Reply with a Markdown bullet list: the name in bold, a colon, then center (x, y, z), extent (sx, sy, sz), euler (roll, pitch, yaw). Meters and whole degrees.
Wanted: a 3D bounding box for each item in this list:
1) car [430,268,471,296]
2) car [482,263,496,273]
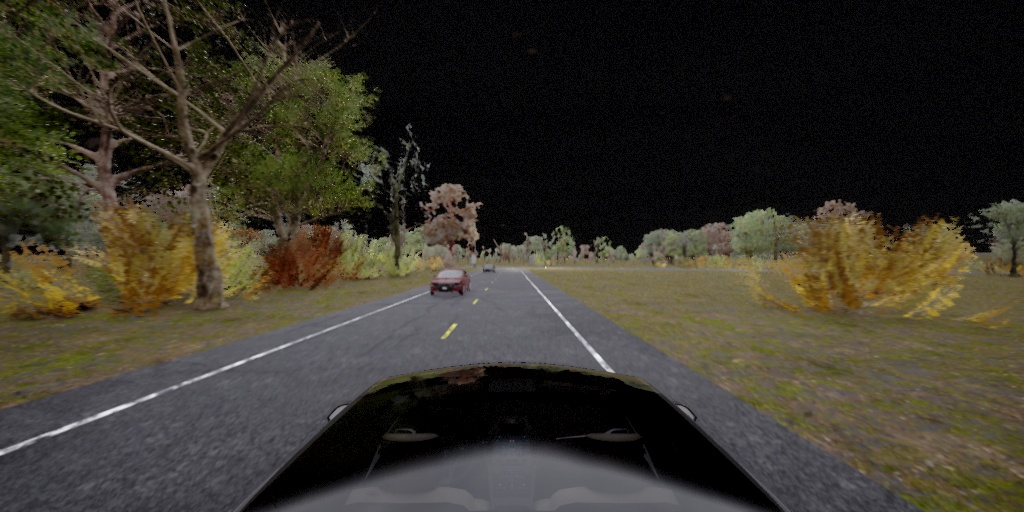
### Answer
- **car**: center (-3.605, 1.480, 21.681), extent (1.882, 1.535, 5.008), euler (0, -1, 0)
- **car**: center (-3.578, 1.927, 56.173), extent (1.837, 1.490, 4.892), euler (0, 0, 0)
